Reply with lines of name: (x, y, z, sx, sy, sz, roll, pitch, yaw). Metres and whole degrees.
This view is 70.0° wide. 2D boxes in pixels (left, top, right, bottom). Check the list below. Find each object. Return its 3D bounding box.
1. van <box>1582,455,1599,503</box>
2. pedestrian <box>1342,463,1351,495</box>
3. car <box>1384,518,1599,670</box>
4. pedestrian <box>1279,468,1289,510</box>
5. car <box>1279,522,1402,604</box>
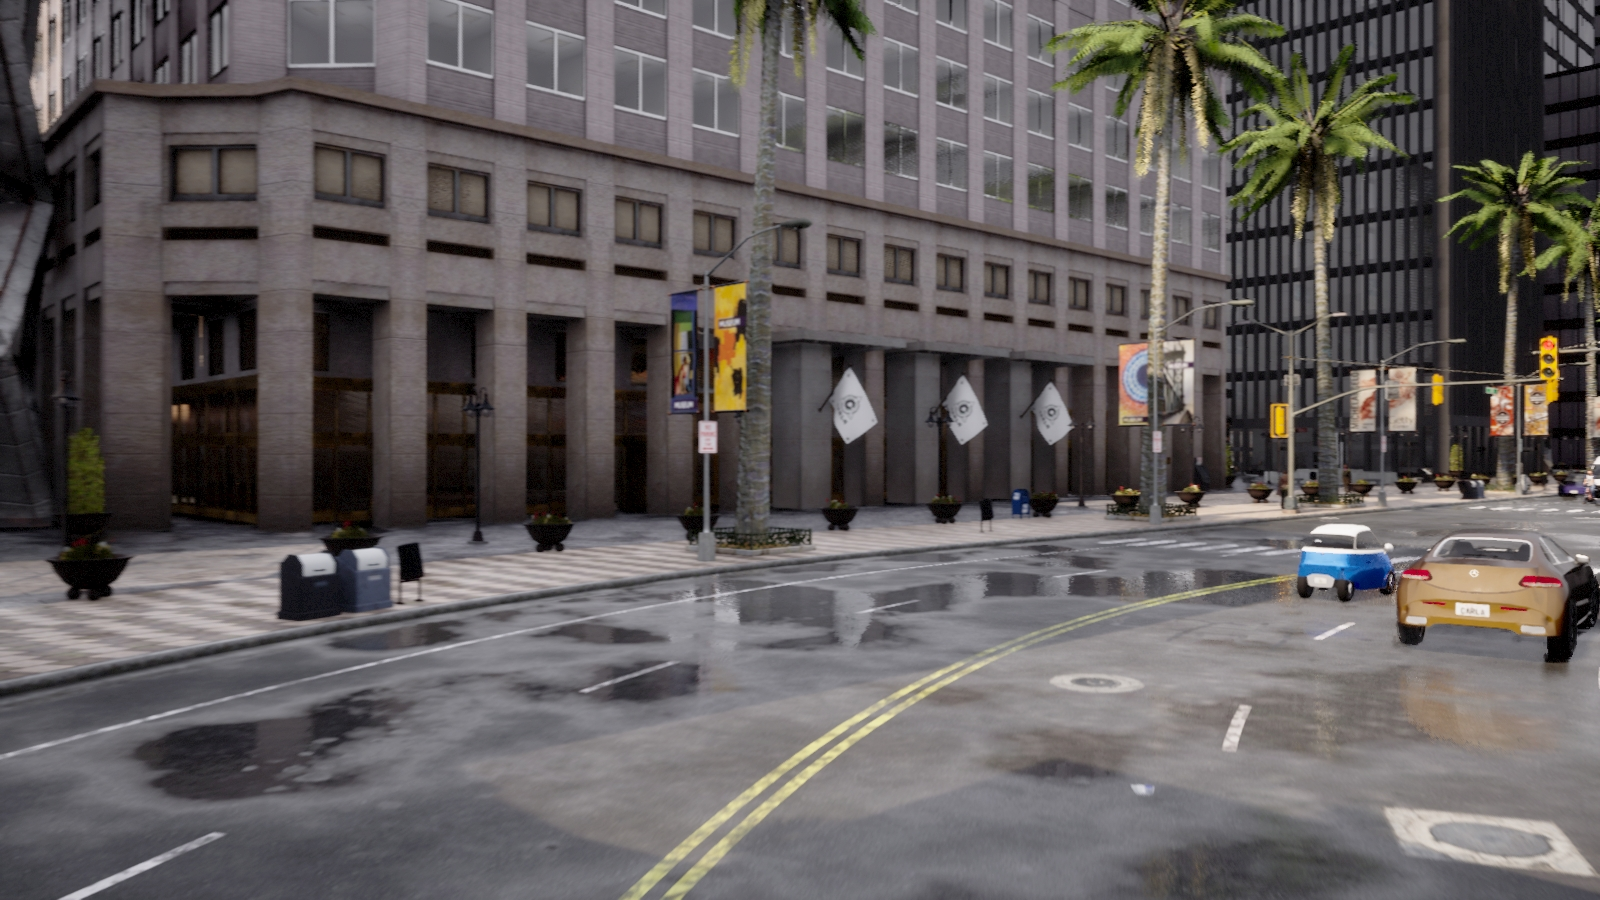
van: (45.216, 1.564, 63.131, 5.915, 2.561, 1.988, 0, 0, -42)
pedestrian: (32.089, 1.722, 67.037, 0.375, 1.860, 0.375, 0, 0, 45)
car: (10.584, 1.999, 17.262, 2.152, 1.651, 5.027, 0, 0, 39)
pedestrian: (21.381, 1.712, 50.474, 0.375, 1.860, 0.375, 0, 0, 19)
car: (10.440, 2.132, 22.031, 1.481, 1.376, 2.207, 0, -1, 44)
